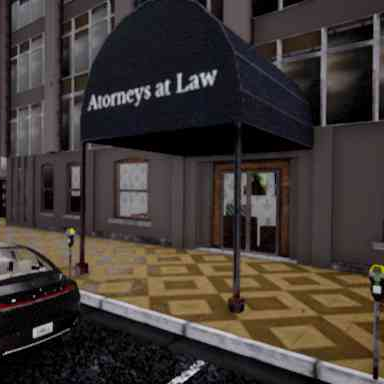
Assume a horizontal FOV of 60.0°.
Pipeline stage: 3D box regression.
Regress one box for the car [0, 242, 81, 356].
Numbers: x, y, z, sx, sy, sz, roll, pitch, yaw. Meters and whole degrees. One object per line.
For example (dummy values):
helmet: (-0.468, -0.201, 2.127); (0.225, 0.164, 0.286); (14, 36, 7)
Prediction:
car: (-3.664, 1.501, 5.496); (4.403, 1.369, 2.008); (1, 1, 36)
